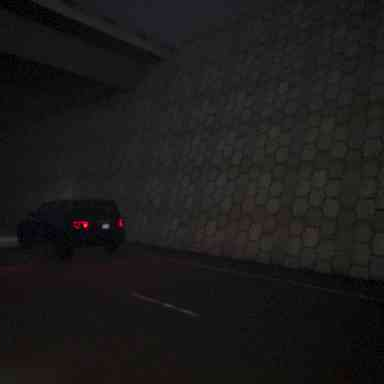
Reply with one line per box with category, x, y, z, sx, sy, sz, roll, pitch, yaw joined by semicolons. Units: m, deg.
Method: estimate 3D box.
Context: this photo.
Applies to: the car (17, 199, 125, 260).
car;-4.939;1.323;13.222;5.566;2.045;2.150;-2;-2;42
